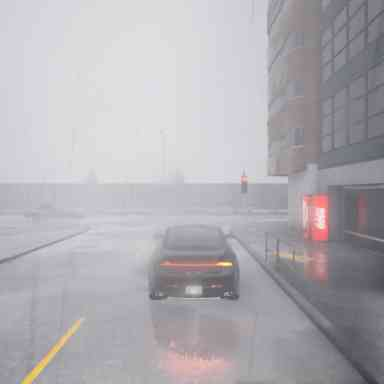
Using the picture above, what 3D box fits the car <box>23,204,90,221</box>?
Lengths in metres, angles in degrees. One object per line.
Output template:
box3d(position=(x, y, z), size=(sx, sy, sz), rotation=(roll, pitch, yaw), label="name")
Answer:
box3d(position=(-10.781, 1.601, 26.765), size=(4.718, 1.301, 1.895), rotation=(0, 0, 0), label="car")

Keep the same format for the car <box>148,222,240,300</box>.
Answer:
box3d(position=(0.055, 1.505, 8.361), size=(1.837, 1.490, 4.892), rotation=(0, 0, 1), label="car")
